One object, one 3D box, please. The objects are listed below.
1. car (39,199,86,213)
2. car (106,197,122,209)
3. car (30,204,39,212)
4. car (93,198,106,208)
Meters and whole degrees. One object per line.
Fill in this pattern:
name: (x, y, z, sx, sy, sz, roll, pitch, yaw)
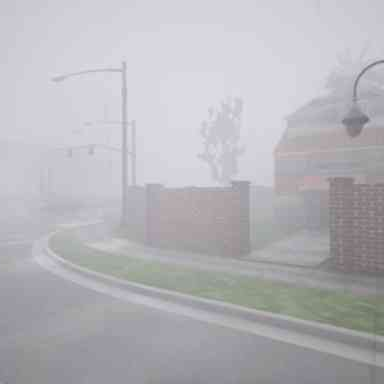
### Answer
car: (-14.566, 1.607, 38.369, 1.837, 1.490, 4.892, -1, 0, 36)
car: (-8.983, 1.517, 45.752, 1.812, 1.442, 4.674, -1, 0, 37)
car: (-17.294, 1.654, 40.559, 1.812, 1.442, 4.674, -1, 0, 37)
car: (-11.891, 1.524, 47.703, 1.837, 1.490, 4.892, 0, 0, 37)
